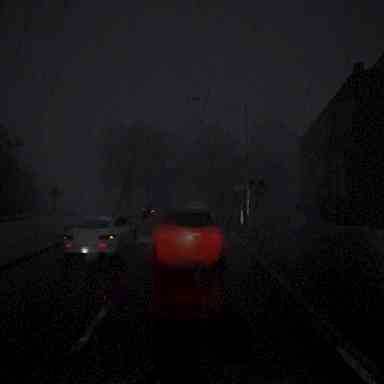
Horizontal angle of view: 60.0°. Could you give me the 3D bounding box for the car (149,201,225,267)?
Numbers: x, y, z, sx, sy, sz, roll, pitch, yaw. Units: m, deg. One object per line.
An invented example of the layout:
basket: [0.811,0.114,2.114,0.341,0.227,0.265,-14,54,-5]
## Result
car: [-0.033,1.349,11.614,2.097,1.767,4.553,0,0,1]

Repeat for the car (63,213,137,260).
car: [-3.257,1.523,12.387,1.812,1.442,4.674,0,0,0]

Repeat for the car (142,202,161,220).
car: [-2.786,1.506,27.762,1.994,1.385,4.181,-1,0,6]
